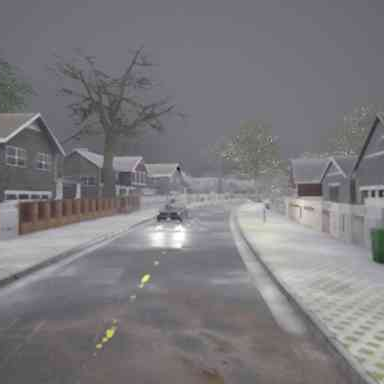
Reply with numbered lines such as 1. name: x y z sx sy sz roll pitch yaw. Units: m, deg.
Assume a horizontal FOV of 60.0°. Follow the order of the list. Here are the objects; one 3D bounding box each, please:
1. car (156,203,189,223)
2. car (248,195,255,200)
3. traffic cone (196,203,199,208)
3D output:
1. car: -1.387 1.548 25.176 1.895 1.301 4.718 0 0 6
2. car: 16.804 1.553 92.495 1.994 1.385 4.181 0 0 22
3. traffic cone: 0.761 1.890 46.285 0.340 0.580 0.340 0 0 11
